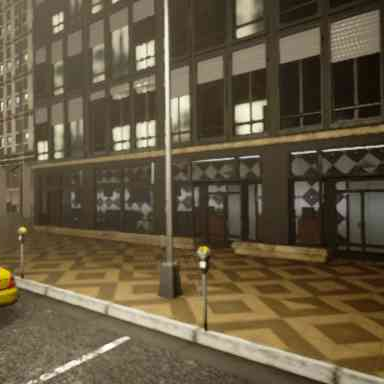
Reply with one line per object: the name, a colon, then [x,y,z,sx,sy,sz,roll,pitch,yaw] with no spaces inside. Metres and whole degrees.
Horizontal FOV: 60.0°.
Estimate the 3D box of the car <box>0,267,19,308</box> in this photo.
car: [-5.363,1.567,6.707,4.829,1.417,1.752,0,-1,35]
